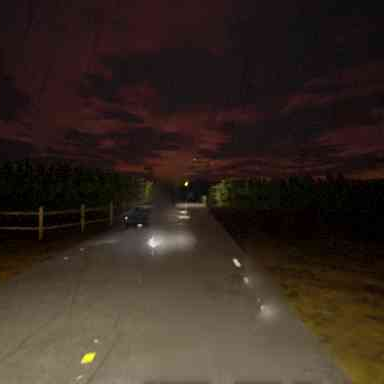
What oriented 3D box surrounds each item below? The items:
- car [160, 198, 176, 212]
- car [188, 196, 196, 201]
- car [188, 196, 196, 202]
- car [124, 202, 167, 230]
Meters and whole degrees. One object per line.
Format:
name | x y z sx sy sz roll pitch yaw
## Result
car | -2.770 1.405 36.992 2.033 1.411 5.357 0 0 0
car | -0.047 1.778 87.950 1.994 1.385 4.181 0 -1 0
car | -0.042 1.702 77.906 1.994 1.385 4.181 0 -1 0
car | -2.798 1.480 20.099 1.895 1.301 4.718 0 0 1
